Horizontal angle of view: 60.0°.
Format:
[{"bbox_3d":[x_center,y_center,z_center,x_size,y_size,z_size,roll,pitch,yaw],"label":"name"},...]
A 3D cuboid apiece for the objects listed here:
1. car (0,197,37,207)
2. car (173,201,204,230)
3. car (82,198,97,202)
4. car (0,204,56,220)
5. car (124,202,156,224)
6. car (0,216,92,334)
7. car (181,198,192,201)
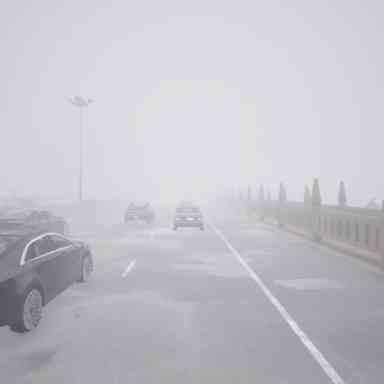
[{"bbox_3d":[-18.199,1.361,35.024,2.097,1.767,4.553,0,0,-1],"label":"car"},{"bbox_3d":[-0.237,1.548,20.927,2.033,1.411,5.357,0,0,-1],"label":"car"},{"bbox_3d":[-14.940,1.574,48.486,1.994,1.385,4.181,0,0,-1],"label":"car"},{"bbox_3d":[-7.120,1.509,14.877,1.837,1.490,4.892,0,0,-1],"label":"car"},{"bbox_3d":[-3.823,1.494,24.879,2.128,1.511,4.902,0,0,-1],"label":"car"},{"bbox_3d":[-3.479,1.494,6.736,2.128,1.511,4.902,0,0,-1],"label":"car"},{"bbox_3d":[-0.692,1.527,42.463,1.812,1.442,4.674,0,0,-1],"label":"car"}]
